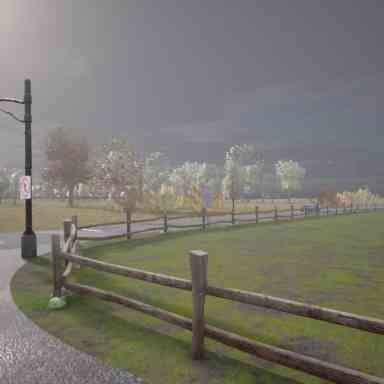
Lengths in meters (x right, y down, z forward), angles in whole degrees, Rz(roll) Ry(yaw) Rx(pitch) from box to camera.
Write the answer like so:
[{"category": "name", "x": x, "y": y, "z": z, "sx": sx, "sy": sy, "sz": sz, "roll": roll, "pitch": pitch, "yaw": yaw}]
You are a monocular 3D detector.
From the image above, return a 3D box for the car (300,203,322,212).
[{"category": "car", "x": 18.970, "y": 2.449, "z": 52.928, "sx": 2.033, "sy": 1.411, "sz": 5.357, "roll": -1, "pitch": -2, "yaw": 40}]
